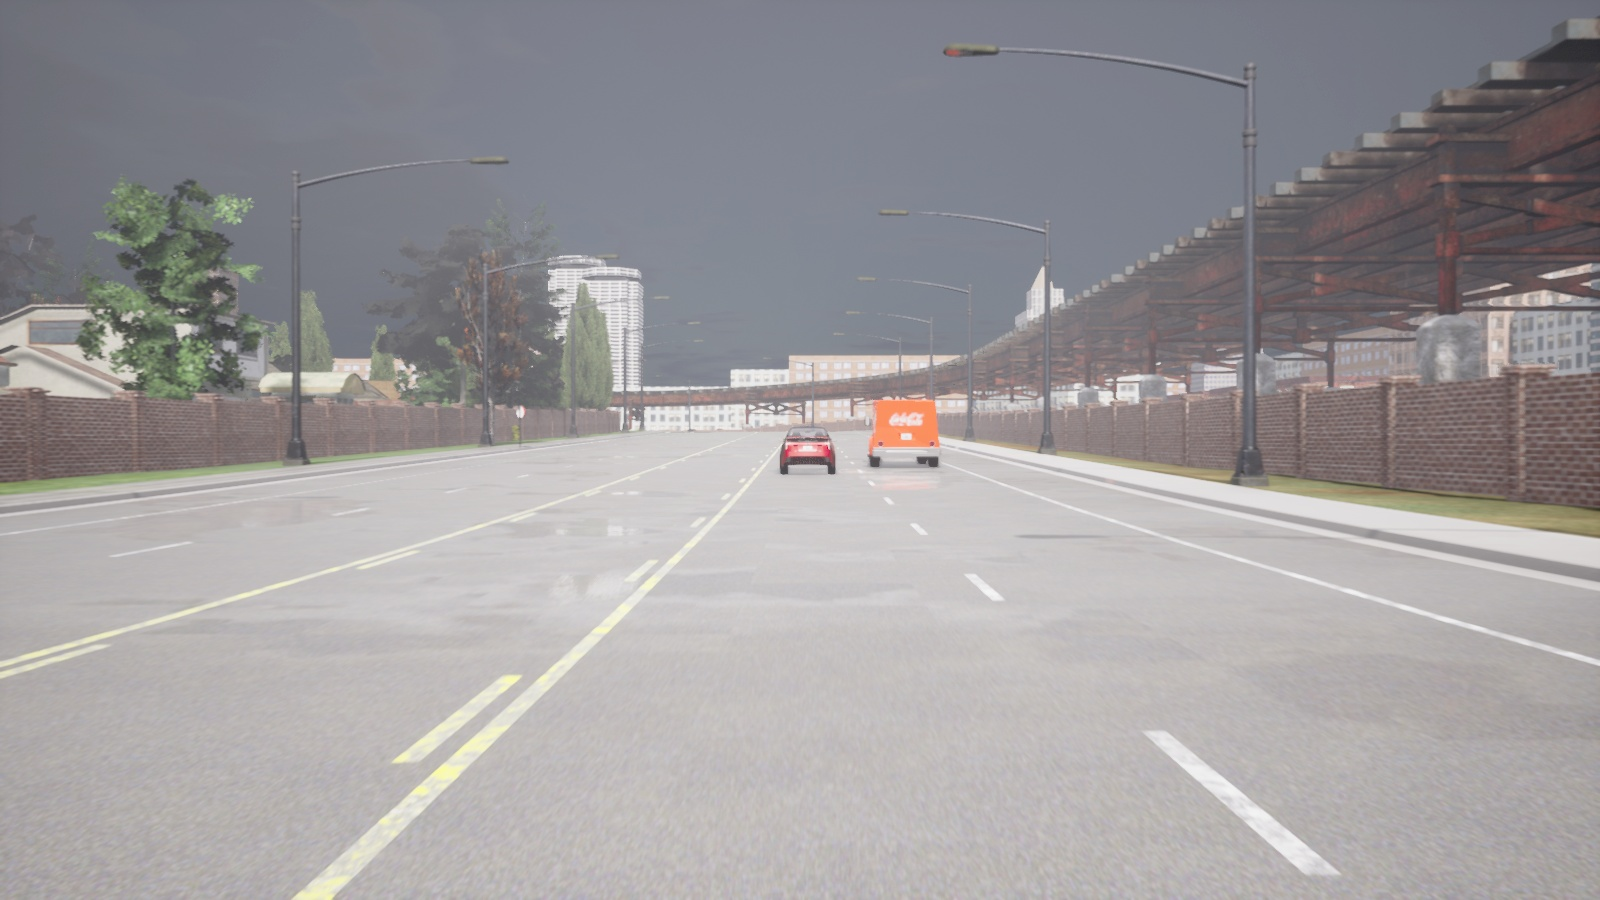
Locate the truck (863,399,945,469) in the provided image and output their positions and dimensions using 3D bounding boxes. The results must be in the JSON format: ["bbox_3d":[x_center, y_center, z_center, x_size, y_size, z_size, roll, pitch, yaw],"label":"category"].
[{"bbox_3d":[3.786,-0.649,46.818,2.627,2.467,5.204,0,2,0],"label":"truck"}]

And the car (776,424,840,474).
[{"bbox_3d":[0.254,-0.068,41.383,2.007,1.525,4.514,0,2,0],"label":"car"}]
